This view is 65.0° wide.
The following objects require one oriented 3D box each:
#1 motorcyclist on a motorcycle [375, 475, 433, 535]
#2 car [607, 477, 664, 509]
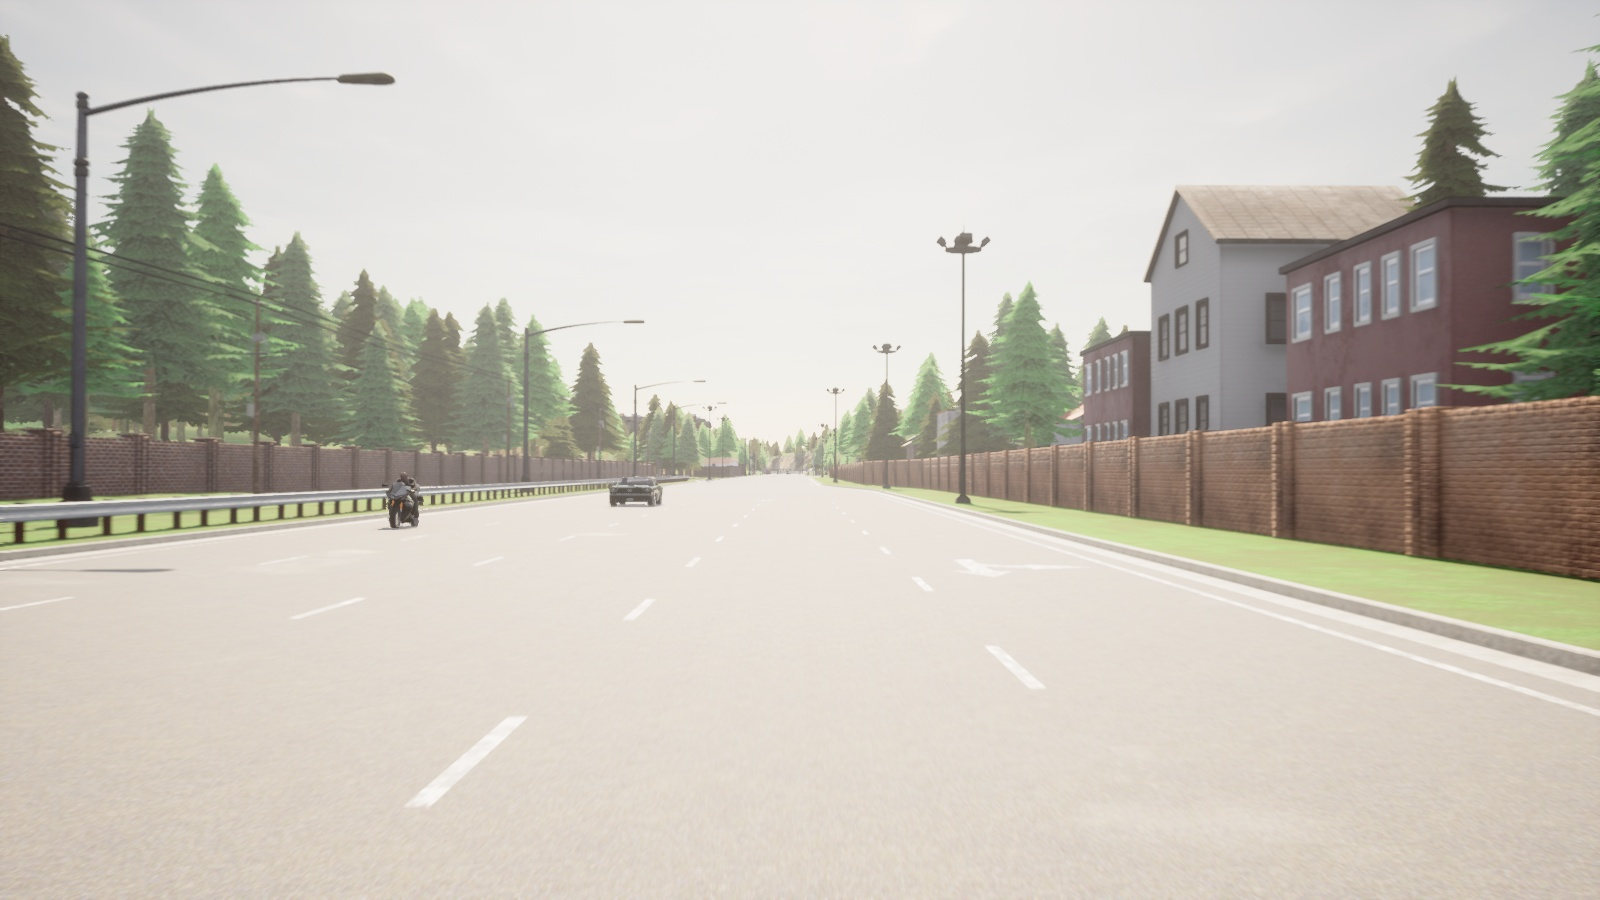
[{"bbox_3d":[-10.582,1.453,33.656,0.866,1.530,2.191,0,-1,0],"label":"motorcyclist on a motorcycle"},{"bbox_3d":[-7.134,1.860,54.938,1.895,1.301,4.718,0,-1,0],"label":"car"}]
